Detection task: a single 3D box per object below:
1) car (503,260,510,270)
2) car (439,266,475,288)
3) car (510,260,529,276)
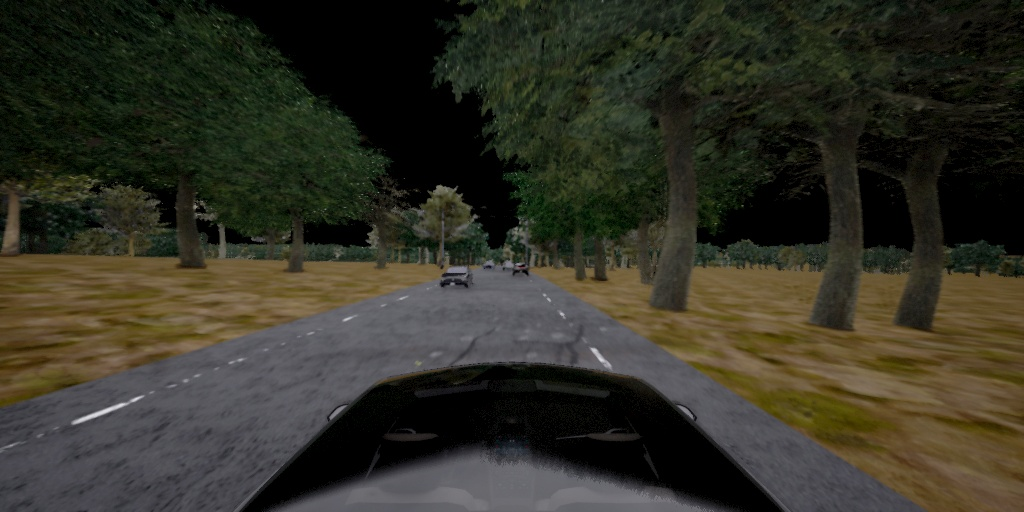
[{"bbox_3d":[-0.600,1.800,62.871,1.994,1.385,4.181,0,-1,-1],"label":"car"},{"bbox_3d":[-3.668,1.389,24.752,2.033,1.411,5.357,0,0,0],"label":"car"},{"bbox_3d":[0.961,1.506,42.176,1.837,1.490,4.892,0,-1,-1],"label":"car"}]
